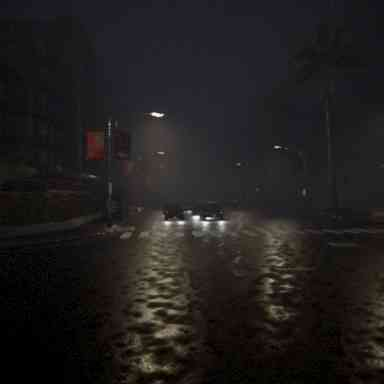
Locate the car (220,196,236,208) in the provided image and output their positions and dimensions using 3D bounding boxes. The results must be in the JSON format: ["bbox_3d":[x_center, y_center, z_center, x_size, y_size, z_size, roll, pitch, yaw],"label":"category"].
[{"bbox_3d":[6.495,1.832,61.462,2.150,2.045,5.566,-1,-1,-8],"label":"car"}]

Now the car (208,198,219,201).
[{"bbox_3d":[3.053,2.133,60.807,2.128,1.511,4.902,-1,-1,-8],"label":"car"}]

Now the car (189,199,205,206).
[{"bbox_3d":[0.977,2.226,70.912,2.033,1.411,5.357,0,-1,-16],"label":"car"}]

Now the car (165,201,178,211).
[{"bbox_3d":[-3.254,2.174,51.703,1.994,1.385,4.181,-1,-1,-5],"label":"car"}]

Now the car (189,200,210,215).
[{"bbox_3d":[1.116,2.047,41.110,1.895,1.301,4.718,-1,-1,-5],"label":"car"}]

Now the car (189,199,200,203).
[{"bbox_3d":[0.282,2.073,51.444,1.837,1.490,4.892,-1,-1,-5],"label":"car"}]

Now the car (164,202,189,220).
[{"bbox_3d":[-1.722,1.930,32.504,2.033,1.411,5.357,-1,-1,-4],"label":"car"}]

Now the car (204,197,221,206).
[{"bbox_3d":[4.362,2.010,71.798,2.097,1.767,4.553,0,-1,-16],"label":"car"}]

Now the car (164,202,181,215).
[{"bbox_3d":[-2.438,2.055,41.717,1.994,1.385,4.181,-1,-1,-4],"label":"car"}]

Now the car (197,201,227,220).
[{"bbox_3d":[1.830,1.864,32.035,1.812,1.442,4.674,-1,-1,-4],"label":"car"}]
